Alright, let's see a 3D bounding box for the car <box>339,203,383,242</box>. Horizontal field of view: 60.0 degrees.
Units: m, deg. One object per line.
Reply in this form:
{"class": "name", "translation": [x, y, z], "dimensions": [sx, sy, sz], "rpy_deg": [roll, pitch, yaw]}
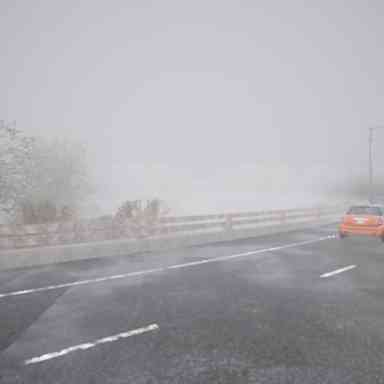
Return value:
{"class": "car", "translation": [9.182, 1.382, 16.654], "dimensions": [4.553, 1.767, 2.097], "rpy_deg": [0, 0, -45]}
